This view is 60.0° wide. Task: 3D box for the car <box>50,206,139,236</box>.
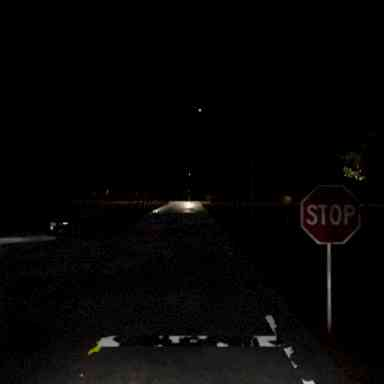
[{"bbox_3d":[-5.266,1.530,18.498,4.902,1.511,2.128,-1,2,-42],"label":"car"}]
